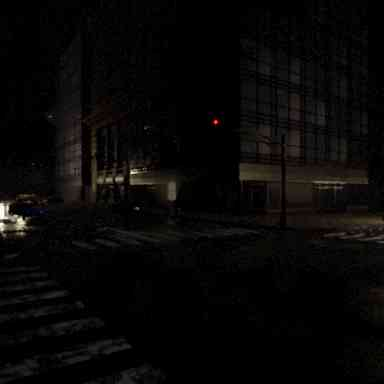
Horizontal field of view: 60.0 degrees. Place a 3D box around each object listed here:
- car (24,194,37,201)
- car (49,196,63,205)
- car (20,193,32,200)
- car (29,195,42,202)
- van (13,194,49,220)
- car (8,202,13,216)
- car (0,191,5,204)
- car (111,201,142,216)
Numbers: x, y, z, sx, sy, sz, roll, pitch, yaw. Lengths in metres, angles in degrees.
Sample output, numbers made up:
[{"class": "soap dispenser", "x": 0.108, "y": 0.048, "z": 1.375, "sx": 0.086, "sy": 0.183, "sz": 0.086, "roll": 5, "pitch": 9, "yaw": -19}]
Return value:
[{"class": "car", "x": -35.925, "y": 1.228, "z": 73.906, "sx": 2.008, "sy": 1.369, "sz": 4.403, "roll": 0, "pitch": 0, "yaw": -35}, {"class": "car", "x": -22.821, "y": 1.373, "z": 55.498, "sx": 1.887, "sy": 1.381, "sz": 4.507, "roll": 0, "pitch": 0, "yaw": -35}, {"class": "car", "x": -39.200, "y": 1.079, "z": 78.507, "sx": 1.967, "sy": 1.590, "sz": 4.097, "roll": 0, "pitch": 0, "yaw": -35}, {"class": "car", "x": -32.649, "y": 1.297, "z": 69.304, "sx": 1.802, "sy": 1.307, "sz": 4.206, "roll": 0, "pitch": 0, "yaw": -35}, {"class": "van", "x": -13.385, "y": 1.335, "z": 27.542, "sx": 1.690, "sy": 1.788, "sz": 3.998, "roll": 0, "pitch": 0, "yaw": -35}, {"class": "car", "x": -16.662, "y": 1.546, "z": 32.145, "sx": 1.802, "sy": 1.307, "sz": 4.206, "roll": 0, "pitch": 0, "yaw": -35}, {"class": "car", "x": -33.039, "y": 1.109, "z": 55.154, "sx": 2.192, "sy": 1.841, "sz": 5.009, "roll": 0, "pitch": 0, "yaw": -35}, {"class": "car", "x": -6.441, "y": 1.557, "z": 32.488, "sx": 1.947, "sy": 1.339, "sz": 4.313, "roll": 0, "pitch": 0, "yaw": -35}]
